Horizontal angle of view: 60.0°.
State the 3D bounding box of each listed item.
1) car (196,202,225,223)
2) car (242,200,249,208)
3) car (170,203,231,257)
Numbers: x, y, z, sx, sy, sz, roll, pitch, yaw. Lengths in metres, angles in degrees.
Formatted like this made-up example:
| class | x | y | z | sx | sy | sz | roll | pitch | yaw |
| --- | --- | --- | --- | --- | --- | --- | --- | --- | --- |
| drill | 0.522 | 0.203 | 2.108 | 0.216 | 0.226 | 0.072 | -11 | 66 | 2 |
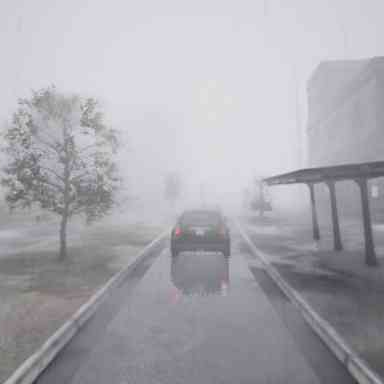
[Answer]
| class | x | y | z | sx | sy | sz | roll | pitch | yaw |
| --- | --- | --- | --- | --- | --- | --- | --- | --- | --- |
| car | 1.647 | 1.636 | 28.262 | 2.128 | 1.511 | 4.902 | 0 | 0 | 7 |
| car | 9.714 | 2.088 | 57.723 | 2.097 | 1.535 | 5.008 | -1 | -1 | 12 |
| car | 0.413 | 1.398 | 13.334 | 2.097 | 1.767 | 4.553 | 0 | 0 | 4 |
